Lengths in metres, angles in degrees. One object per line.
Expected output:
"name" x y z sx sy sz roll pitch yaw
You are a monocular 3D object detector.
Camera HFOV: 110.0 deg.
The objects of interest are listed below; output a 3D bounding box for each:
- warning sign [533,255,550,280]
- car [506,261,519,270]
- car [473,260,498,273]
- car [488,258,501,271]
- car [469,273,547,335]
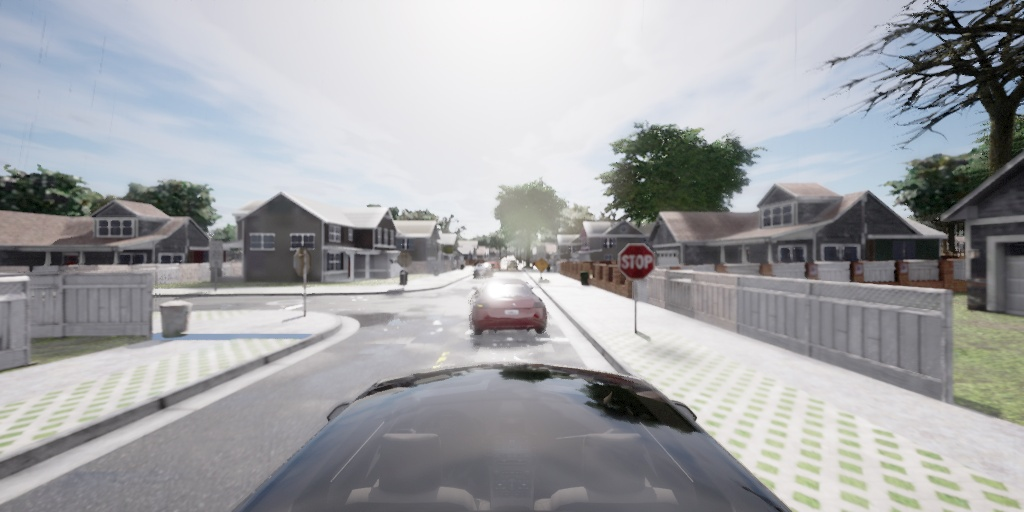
"warning sign" 2.519 1.053 30.482 1.300 1.860 1.060 0 0 0
"car" 0.049 1.609 59.953 1.812 1.442 4.674 0 0 0
"car" -2.846 1.462 36.429 2.128 1.511 4.902 0 0 0
"car" -2.807 1.285 55.191 2.150 2.045 5.566 0 -1 0
"car" -0.255 1.379 10.896 1.994 1.385 4.181 0 0 -7
